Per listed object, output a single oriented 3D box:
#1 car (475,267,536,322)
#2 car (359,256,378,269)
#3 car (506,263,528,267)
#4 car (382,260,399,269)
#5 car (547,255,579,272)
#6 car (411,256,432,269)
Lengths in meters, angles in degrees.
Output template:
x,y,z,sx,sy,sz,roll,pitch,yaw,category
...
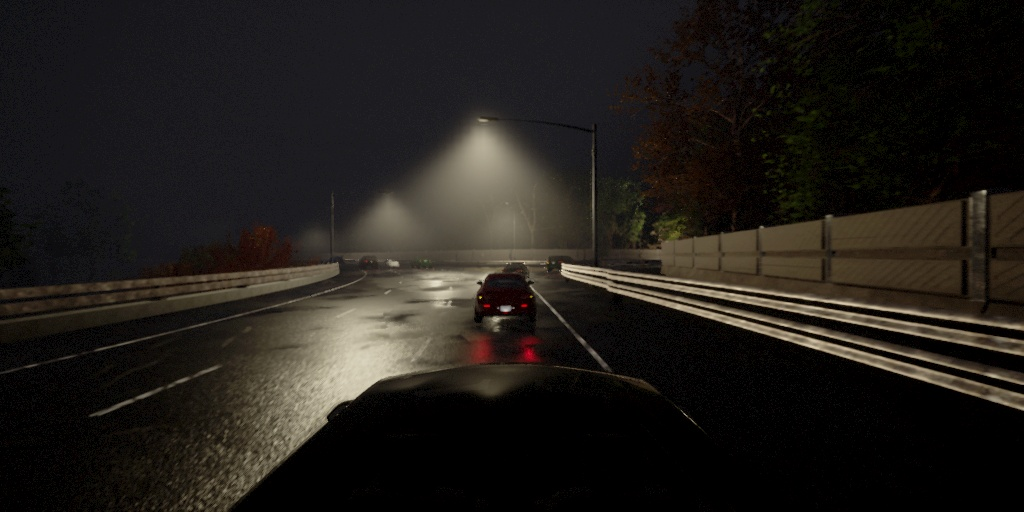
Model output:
x,y,z,sx,sy,sz,roll,pitch,yaw,category
-0.222,1.269,12.115,1.812,1.442,4.674,0,0,-1,car
-22.876,1.027,57.105,2.150,2.045,5.566,0,0,-31,car
0.357,1.256,28.952,1.812,1.442,4.674,0,0,9,car
-19.734,1.317,58.591,1.812,1.442,4.674,0,0,-31,car
6.260,0.917,43.880,2.150,2.045,5.566,-1,0,33,car
-14.301,0.993,56.317,2.150,2.045,5.566,0,0,-29,car
